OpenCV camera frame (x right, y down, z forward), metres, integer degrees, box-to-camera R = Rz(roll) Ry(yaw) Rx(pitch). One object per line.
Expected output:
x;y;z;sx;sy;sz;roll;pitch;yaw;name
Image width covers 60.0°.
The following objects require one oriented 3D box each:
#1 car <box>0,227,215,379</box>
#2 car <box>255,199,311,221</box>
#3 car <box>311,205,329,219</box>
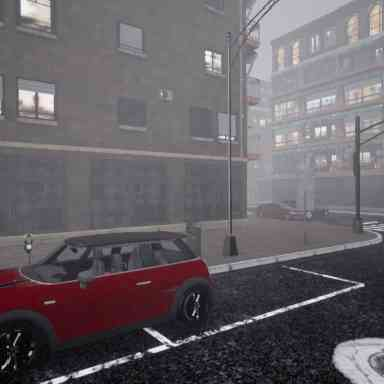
-1.662;1.440;5.432;4.097;1.590;1.967;0;0;-35;car
6.832;1.473;26.206;1.802;1.307;4.206;0;0;-35;car
8.918;1.347;27.726;1.882;1.535;5.008;-1;1;-35;car
